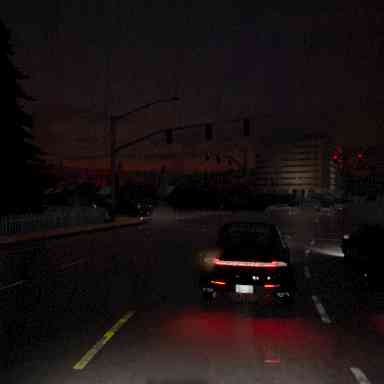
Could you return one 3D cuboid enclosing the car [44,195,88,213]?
[{"bbox_3d":[-14.090,1.277,37.100,5.566,2.045,2.150,0,0,32],"label":"car"}]

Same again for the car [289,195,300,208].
[{"bbox_3d":[15.811,1.525,49.056,1.812,1.442,4.674,0,0,32],"label":"car"}]

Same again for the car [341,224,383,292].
[{"bbox_3d":[5.188,1.547,8.593,2.033,1.411,5.357,0,0,16],"label":"car"}]

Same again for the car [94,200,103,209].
[{"bbox_3d":[-9.057,1.547,38.087,4.902,1.511,2.128,0,0,32],"label":"car"}]

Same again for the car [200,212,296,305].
[{"bbox_3d":[1.436,1.492,8.223,2.128,1.511,4.902,0,0,12],"label":"car"}]

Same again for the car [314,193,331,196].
[{"bbox_3d":[23.700,1.225,61.770,2.150,2.045,5.566,0,0,32],"label":"car"}]

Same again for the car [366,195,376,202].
[{"bbox_3d":[42.727,1.525,79.294,2.128,1.511,4.902,0,0,32],"label":"car"}]

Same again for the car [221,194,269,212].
[{"bbox_3d":[6.110,1.258,38.425,5.566,2.045,2.150,0,2,-17],"label":"car"}]

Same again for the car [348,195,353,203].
[{"bbox_3d":[31.027,1.355,66.946,2.097,1.767,4.553,0,0,32],"label":"car"}]

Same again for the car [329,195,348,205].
[{"bbox_3d":[25.526,1.601,58.101,1.895,1.301,4.718,0,0,32],"label":"car"}]

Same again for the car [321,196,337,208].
[{"bbox_3d":[19.021,1.601,47.597,1.895,1.301,4.718,0,0,32],"label":"car"}]

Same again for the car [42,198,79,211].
[{"bbox_3d":[-17.098,1.533,43.116,5.008,1.535,1.882,0,0,32],"label":"car"}]

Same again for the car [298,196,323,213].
[{"bbox_3d":[13.392,1.548,37.426,1.812,1.442,4.674,0,1,23],"label":"car"}]

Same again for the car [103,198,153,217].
[{"bbox_3d":[-5.962,1.407,32.022,4.553,1.767,2.097,0,0,32],"label":"car"}]

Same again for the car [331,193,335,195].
[{"bbox_3d":[29.306,1.225,70.829,2.150,2.045,5.566,0,0,32],"label":"car"}]
